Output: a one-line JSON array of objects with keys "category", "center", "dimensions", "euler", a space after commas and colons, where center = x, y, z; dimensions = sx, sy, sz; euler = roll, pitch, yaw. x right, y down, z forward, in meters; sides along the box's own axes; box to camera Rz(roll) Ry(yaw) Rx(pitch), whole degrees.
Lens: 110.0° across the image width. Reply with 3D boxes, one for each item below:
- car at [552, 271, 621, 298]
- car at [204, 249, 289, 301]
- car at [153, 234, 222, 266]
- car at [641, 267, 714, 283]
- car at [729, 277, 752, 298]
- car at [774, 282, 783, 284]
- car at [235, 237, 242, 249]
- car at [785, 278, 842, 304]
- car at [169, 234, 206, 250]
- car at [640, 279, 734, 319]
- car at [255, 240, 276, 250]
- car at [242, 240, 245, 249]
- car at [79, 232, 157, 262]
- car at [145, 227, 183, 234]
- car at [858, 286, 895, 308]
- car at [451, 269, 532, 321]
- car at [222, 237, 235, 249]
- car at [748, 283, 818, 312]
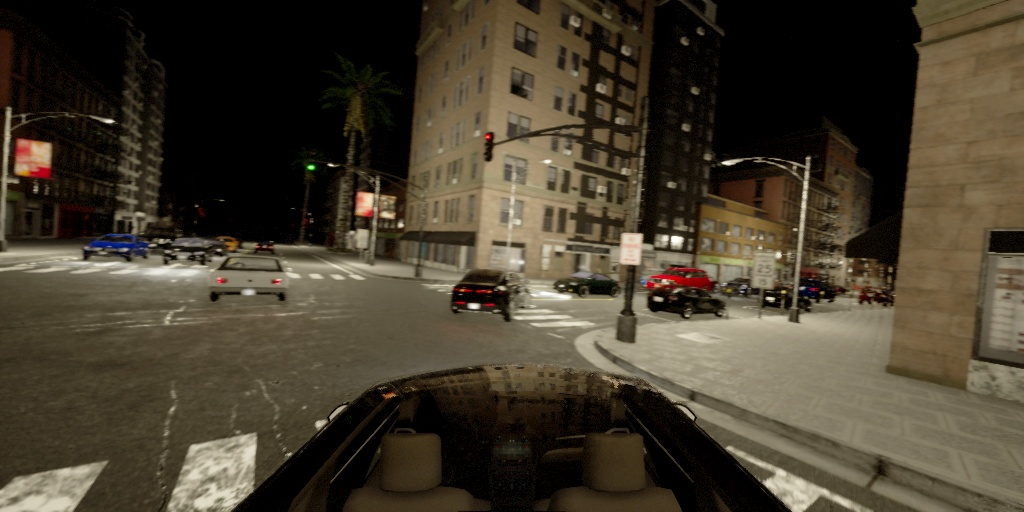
[{"category": "car", "center": [4.436, 1.614, 21.072], "dimensions": [4.181, 1.385, 1.994], "euler": [4, 1, -34]}, {"category": "car", "center": [-8.596, 0.633, 11.916], "dimensions": [1.895, 1.301, 4.718], "euler": [4, 0, -34]}, {"category": "car", "center": [-19.140, -0.311, 21.397], "dimensions": [2.128, 1.511, 4.902], "euler": [4, 0, -34]}, {"category": "car", "center": [12.338, 1.888, 26.352], "dimensions": [5.566, 2.045, 2.150], "euler": [4, 1, -34]}, {"category": "car", "center": [20.662, 2.673, 31.940], "dimensions": [4.553, 1.767, 2.097], "euler": [5, 1, -34]}, {"category": "car", "center": [29.128, 3.485, 37.583], "dimensions": [4.902, 1.511, 2.128], "euler": [5, 1, -33]}, {"category": "car", "center": [-29.816, -1.233, 37.384], "dimensions": [1.882, 1.535, 5.008], "euler": [4, 1, -34]}, {"category": "car", "center": [27.434, 3.133, 32.643], "dimensions": [5.566, 2.045, 2.150], "euler": [5, 1, -34]}, {"category": "car", "center": [-33.808, -1.460, 37.491], "dimensions": [2.033, 1.411, 5.357], "euler": [4, 1, -34]}, {"category": "car", "center": [7.829, 1.988, 16.237], "dimensions": [4.313, 1.339, 1.948], "euler": [0, 0, -34]}, {"category": "car", "center": [-27.826, -1.040, 40.407], "dimensions": [2.033, 1.411, 5.357], "euler": [4, 1, -34]}, {"category": "car", "center": [-35.505, -1.676, 45.810], "dimensions": [1.812, 1.442, 4.674], "euler": [4, 1, -34]}, {"category": "car", "center": [-22.551, -0.522, 20.663], "dimensions": [1.812, 1.442, 4.674], "euler": [4, 0, -33]}, {"category": "car", "center": [-27.935, -1.283, 28.711], "dimensions": [2.150, 2.045, 5.566], "euler": [4, 1, -34]}, {"category": "car", "center": [35.151, 3.890, 34.582], "dimensions": [5.009, 1.841, 2.192], "euler": [0, 0, -34]}, {"category": "car", "center": [-0.571, 1.198, 12.518], "dimensions": [1.837, 1.490, 4.892], "euler": [2, 0, 12]}, {"category": "car", "center": [-24.568, -0.714, 29.479], "dimensions": [2.033, 1.411, 5.357], "euler": [4, 1, -34]}, {"category": "car", "center": [16.937, 2.701, 22.352], "dimensions": [4.313, 1.339, 1.948], "euler": [0, 0, -34]}]
